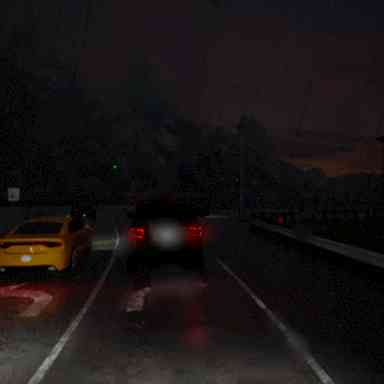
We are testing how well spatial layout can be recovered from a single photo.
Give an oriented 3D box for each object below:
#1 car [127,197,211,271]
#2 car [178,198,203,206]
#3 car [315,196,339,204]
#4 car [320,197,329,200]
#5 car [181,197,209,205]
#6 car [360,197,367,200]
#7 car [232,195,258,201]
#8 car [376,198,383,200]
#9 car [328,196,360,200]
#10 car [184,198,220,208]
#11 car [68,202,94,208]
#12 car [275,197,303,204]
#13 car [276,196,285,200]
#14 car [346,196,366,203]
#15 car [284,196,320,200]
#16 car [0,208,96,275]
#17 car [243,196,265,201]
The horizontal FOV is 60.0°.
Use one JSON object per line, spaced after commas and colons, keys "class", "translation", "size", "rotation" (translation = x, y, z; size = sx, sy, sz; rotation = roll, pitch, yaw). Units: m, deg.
{"class": "car", "translation": [-1.020, 1.267, 11.293], "size": [2.150, 2.045, 5.566], "rotation": [0, 0, -8]}
{"class": "car", "translation": [-0.310, 1.811, 60.238], "size": [4.181, 1.385, 1.994], "rotation": [0, 0, -17]}
{"class": "car", "translation": [29.789, 1.766, 73.363], "size": [5.008, 1.535, 1.882], "rotation": [0, 0, -23]}
{"class": "car", "translation": [27.113, 1.865, 68.530], "size": [4.718, 1.301, 1.895], "rotation": [0, 0, -19]}
{"class": "car", "translation": [0.613, 1.740, 64.091], "size": [5.008, 1.535, 1.882], "rotation": [0, 0, -17]}
{"class": "car", "translation": [36.423, 1.878, 72.767], "size": [4.718, 1.301, 1.895], "rotation": [0, 0, -27]}
{"class": "car", "translation": [9.757, 1.802, 63.208], "size": [5.357, 1.411, 2.033], "rotation": [0, 0, -16]}
{"class": "car", "translation": [37.594, 1.792, 65.437], "size": [5.357, 1.411, 2.033], "rotation": [0, 0, -27]}
{"class": "car", "translation": [28.085, 1.804, 61.482], "size": [4.181, 1.385, 1.994], "rotation": [0, 0, -17]}
{"class": "car", "translation": [1.629, 1.766, 53.528], "size": [5.357, 1.411, 2.033], "rotation": [0, 0, -17]}
{"class": "car", "translation": [-9.265, 1.617, 28.021], "size": [2.128, 1.511, 4.902], "rotation": [0, 0, -22]}
{"class": "car", "translation": [20.455, 1.819, 70.093], "size": [5.357, 1.411, 2.033], "rotation": [0, 0, -17]}
{"class": "car", "translation": [18.686, 1.614, 65.899], "size": [4.553, 1.767, 2.097], "rotation": [0, 0, -17]}
{"class": "car", "translation": [38.657, 1.756, 78.231], "size": [5.008, 1.535, 1.882], "rotation": [0, 0, -31]}
{"class": "car", "translation": [19.528, 1.711, 58.889], "size": [5.008, 1.535, 1.882], "rotation": [0, 0, -16]}
{"class": "car", "translation": [-4.496, 1.524, 10.789], "size": [1.882, 1.535, 5.008], "rotation": [0, 0, -8]}
{"class": "car", "translation": [11.122, 1.791, 56.390], "size": [4.181, 1.385, 1.994], "rotation": [0, 0, -17]}
